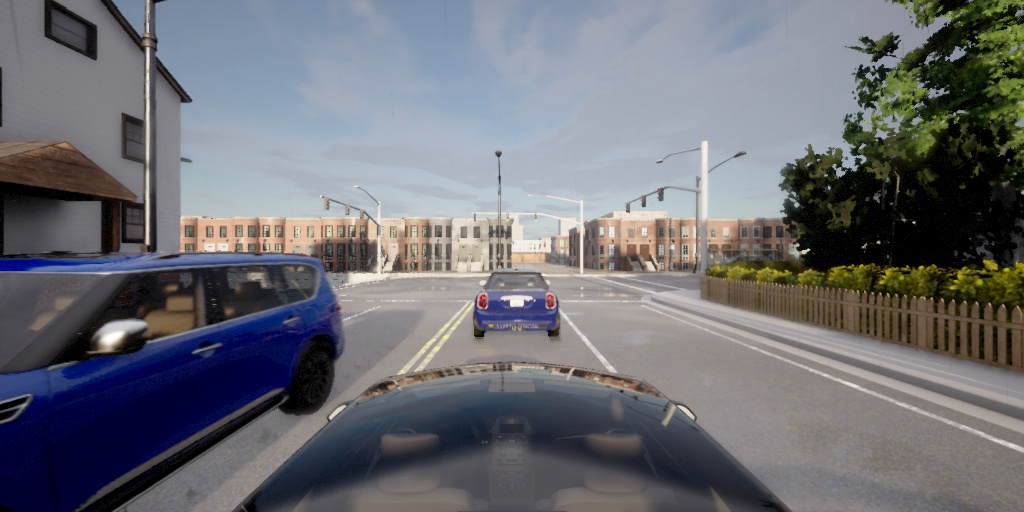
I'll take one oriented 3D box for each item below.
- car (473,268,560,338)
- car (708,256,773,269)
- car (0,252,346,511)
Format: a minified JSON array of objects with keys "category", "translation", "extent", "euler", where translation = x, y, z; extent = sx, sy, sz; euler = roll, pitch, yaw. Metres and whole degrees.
[{"category":"car","translation":[0.089,1.110,10.401],"extent":[2.097,1.767,4.553],"euler":[0,0,-1]},{"category":"car","translation":[18.730,1.000,29.587],"extent":[5.566,2.045,2.150],"euler":[0,0,0]},{"category":"car","translation":[-3.565,0.973,3.092],"extent":[2.150,2.045,5.566],"euler":[0,0,1]}]
